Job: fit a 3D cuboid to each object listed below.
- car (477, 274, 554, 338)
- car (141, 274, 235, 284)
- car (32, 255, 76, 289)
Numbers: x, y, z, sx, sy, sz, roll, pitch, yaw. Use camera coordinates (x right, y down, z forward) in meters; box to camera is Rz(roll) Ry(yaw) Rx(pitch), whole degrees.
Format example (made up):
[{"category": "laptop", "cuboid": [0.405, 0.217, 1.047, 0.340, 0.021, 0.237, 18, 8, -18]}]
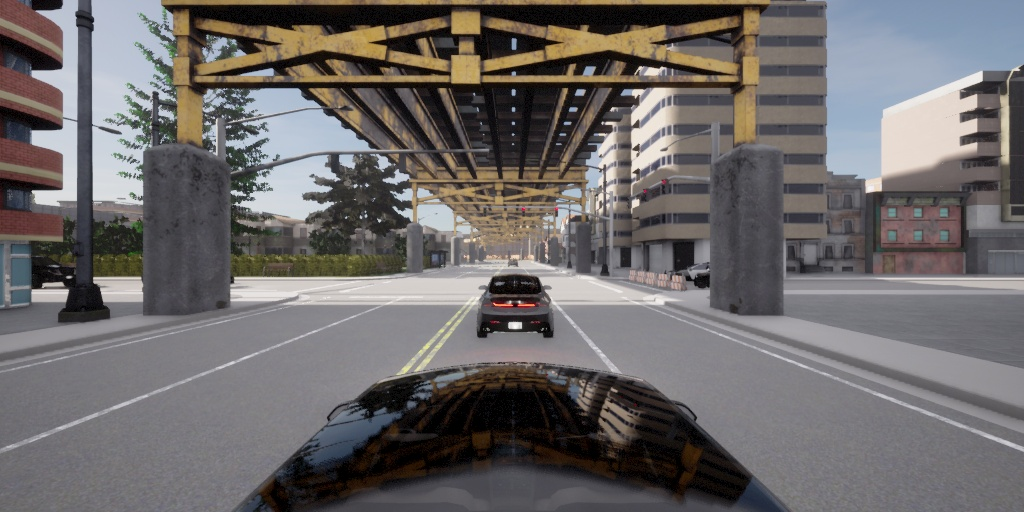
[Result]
[{"category": "car", "cuboid": [0.087, 1.255, 10.172, 1.837, 1.490, 4.892, 0, 0, 0]}, {"category": "car", "cuboid": [-20.035, 1.255, 22.285, 4.892, 1.490, 1.837, 0, 0, 0]}, {"category": "car", "cuboid": [-30.346, 0.972, 22.347, 5.566, 2.045, 2.150, 0, 0, 0]}]
